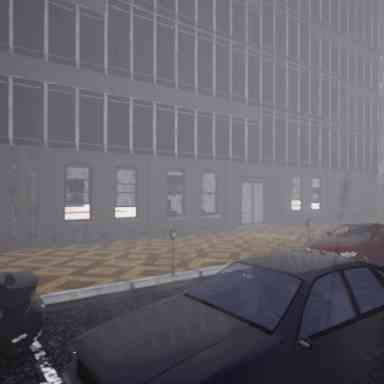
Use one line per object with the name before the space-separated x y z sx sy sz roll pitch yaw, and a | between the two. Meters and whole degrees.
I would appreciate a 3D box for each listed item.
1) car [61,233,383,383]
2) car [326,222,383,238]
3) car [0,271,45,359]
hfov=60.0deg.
car | 1.282 1.562 4.292 5.357 1.411 2.033 0 0 -35
car | 5.235 1.626 10.291 4.206 1.307 1.802 0 0 -35
car | -4.034 1.545 3.683 4.403 1.369 2.008 0 0 -35
